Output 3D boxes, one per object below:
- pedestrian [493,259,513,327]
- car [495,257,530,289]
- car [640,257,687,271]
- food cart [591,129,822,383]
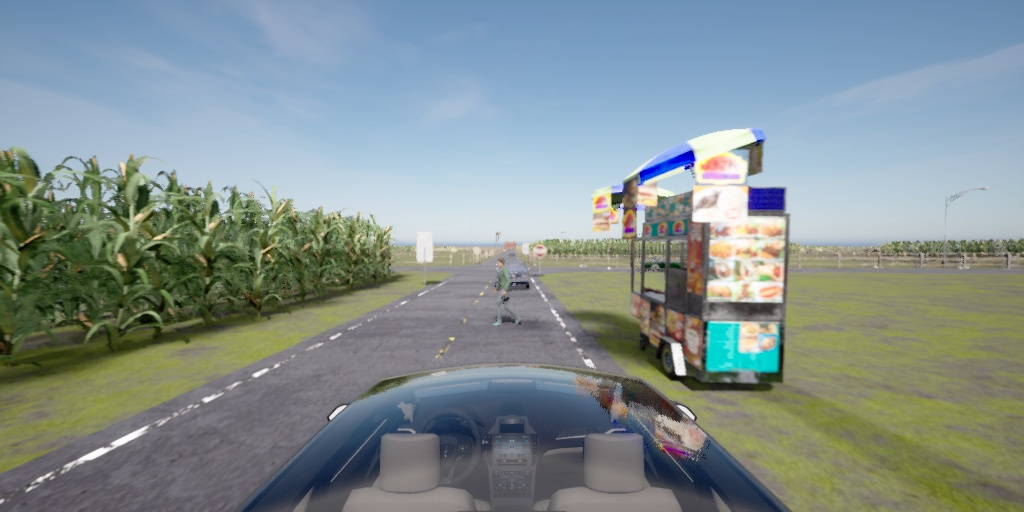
[{"bbox_3d":[-0.243,0.907,9.423,0.375,1.860,0.375,-1,2,-3],"label":"pedestrian"},{"bbox_3d":[0.051,0.969,20.021,2.033,1.411,5.357,0,1,1],"label":"car"},{"bbox_3d":[14.754,0.750,33.986,4.718,1.301,1.895,0,2,6],"label":"car"},{"bbox_3d":[3.124,0.125,6.795,2.280,3.560,4.660,0,0,0],"label":"food cart"}]
